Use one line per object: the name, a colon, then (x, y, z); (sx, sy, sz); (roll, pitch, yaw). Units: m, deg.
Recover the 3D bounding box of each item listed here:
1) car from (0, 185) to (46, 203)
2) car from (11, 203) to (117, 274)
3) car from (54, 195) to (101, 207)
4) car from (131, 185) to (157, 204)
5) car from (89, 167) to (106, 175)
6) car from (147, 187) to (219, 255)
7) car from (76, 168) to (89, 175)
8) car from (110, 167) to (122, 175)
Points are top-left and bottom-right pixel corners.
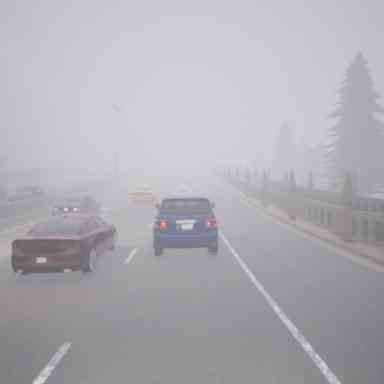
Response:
car: (-14.980, 0.162, 30.354); (1.837, 1.490, 4.892); (-1, 6, -2)
car: (-3.692, 1.404, 10.473); (1.882, 1.535, 5.008); (-1, 2, -2)
car: (-7.552, 0.890, 22.264); (2.033, 1.411, 5.357); (-1, 4, -1)
car: (-4.272, 0.097, 29.993); (1.882, 1.535, 5.008); (-1, 6, -2)
car: (-19.630, -4.449, 70.914); (2.128, 1.511, 4.902); (-1, 7, -2)
car: (-0.254, 1.042, 12.774); (2.150, 2.045, 5.566); (-1, 2, -2)
car: (-23.128, -4.413, 70.811); (2.128, 1.511, 4.902); (-1, 7, -2)
car: (-16.131, -4.485, 71.017); (2.128, 1.511, 4.902); (-1, 7, -2)
